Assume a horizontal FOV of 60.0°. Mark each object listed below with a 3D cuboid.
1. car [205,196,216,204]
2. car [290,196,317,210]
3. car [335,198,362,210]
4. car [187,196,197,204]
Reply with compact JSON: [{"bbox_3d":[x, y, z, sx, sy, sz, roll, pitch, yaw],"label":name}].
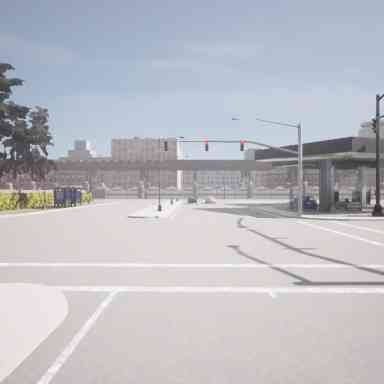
[{"bbox_3d":[3.561,1.526,64.451,1.812,1.442,4.674,0,0,0],"label":"car"},{"bbox_3d":[13.248,1.295,39.767,2.242,1.667,4.611,0,0,0],"label":"car"},{"bbox_3d":[18.994,1.456,40.524,1.970,1.475,3.806,0,0,0],"label":"car"},{"bbox_3d":[0.061,1.547,64.454,2.033,1.411,5.357,0,0,0],"label":"car"}]
